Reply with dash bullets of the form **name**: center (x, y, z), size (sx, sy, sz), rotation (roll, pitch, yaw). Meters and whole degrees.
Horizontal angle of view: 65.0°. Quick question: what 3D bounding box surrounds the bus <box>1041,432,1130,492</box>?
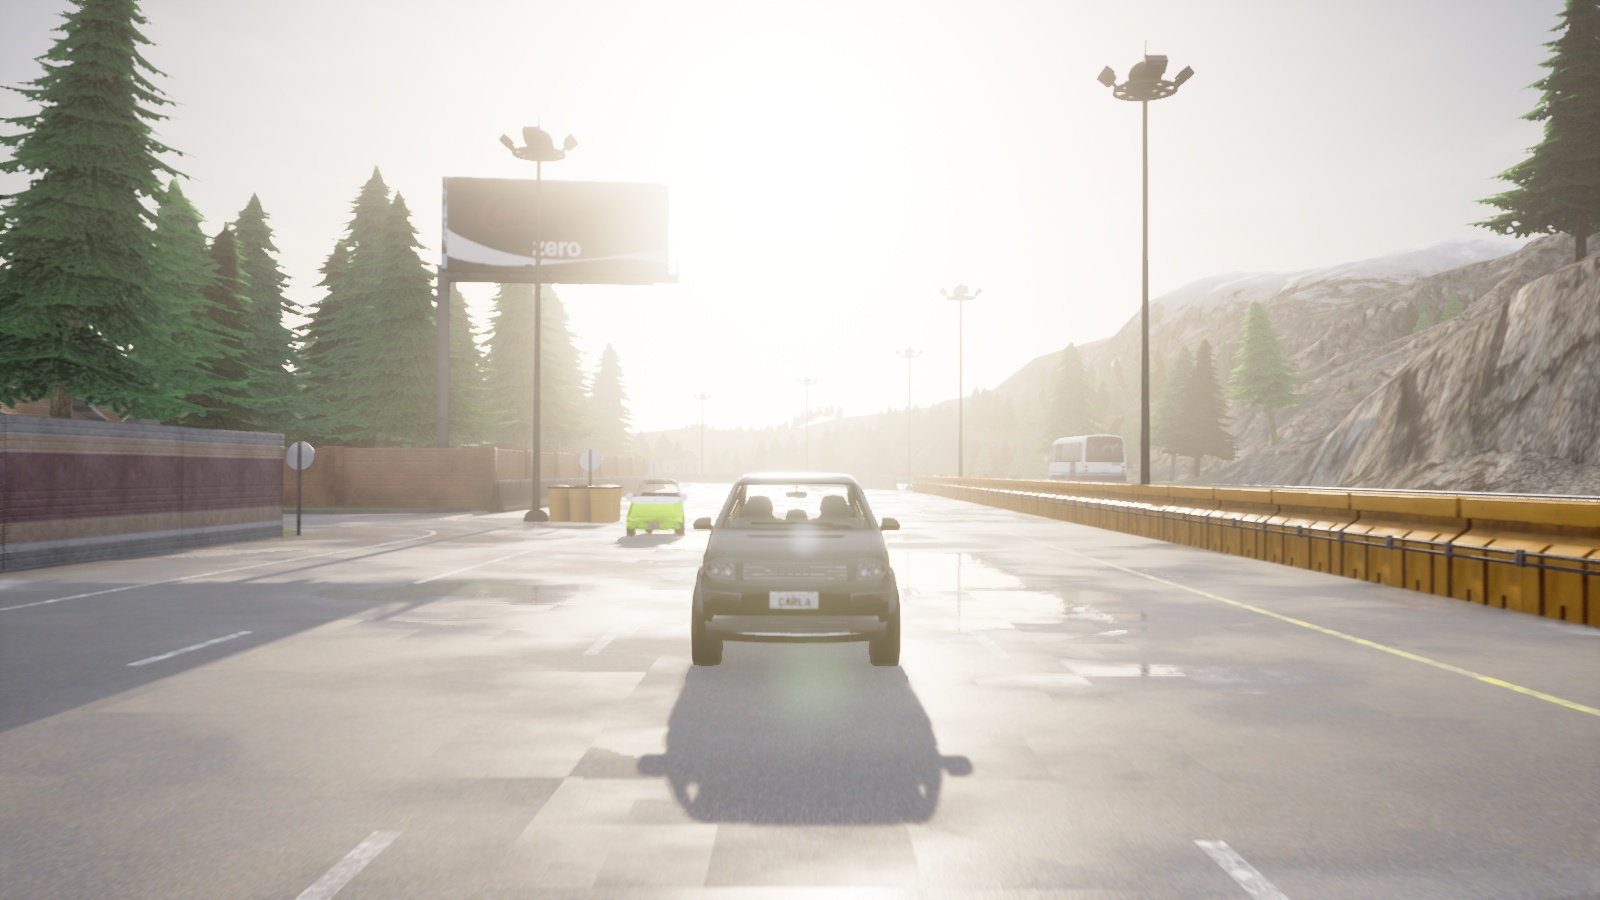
- **bus**: center (21.390, 0.942, 94.927), size (3.944, 4.253, 10.273), rotation (0, -1, -3)

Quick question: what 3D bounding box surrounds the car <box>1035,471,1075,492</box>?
- **car**: center (18.102, 2.201, 89.226), size (1.970, 1.475, 3.806), rotation (0, -1, -1)

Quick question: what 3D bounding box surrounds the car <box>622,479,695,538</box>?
- **car**: center (-3.392, 1.391, 30.343), size (1.481, 1.376, 2.207), rotation (0, -1, 1)

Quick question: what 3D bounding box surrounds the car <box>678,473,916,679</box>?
- **car**: center (-0.023, 0.983, 11.328), size (1.789, 1.549, 3.705), rotation (0, -1, 0)
